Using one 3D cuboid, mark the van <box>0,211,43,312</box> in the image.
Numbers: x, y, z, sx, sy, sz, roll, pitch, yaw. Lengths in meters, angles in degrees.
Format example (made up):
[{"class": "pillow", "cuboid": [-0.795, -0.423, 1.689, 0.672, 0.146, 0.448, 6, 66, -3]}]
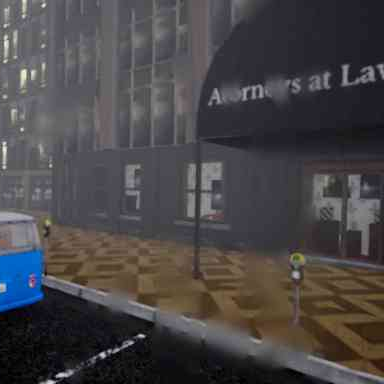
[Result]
[{"class": "van", "cuboid": [-4.391, 1.158, 6.008, 3.998, 1.788, 1.690, 2, 1, 35]}]
